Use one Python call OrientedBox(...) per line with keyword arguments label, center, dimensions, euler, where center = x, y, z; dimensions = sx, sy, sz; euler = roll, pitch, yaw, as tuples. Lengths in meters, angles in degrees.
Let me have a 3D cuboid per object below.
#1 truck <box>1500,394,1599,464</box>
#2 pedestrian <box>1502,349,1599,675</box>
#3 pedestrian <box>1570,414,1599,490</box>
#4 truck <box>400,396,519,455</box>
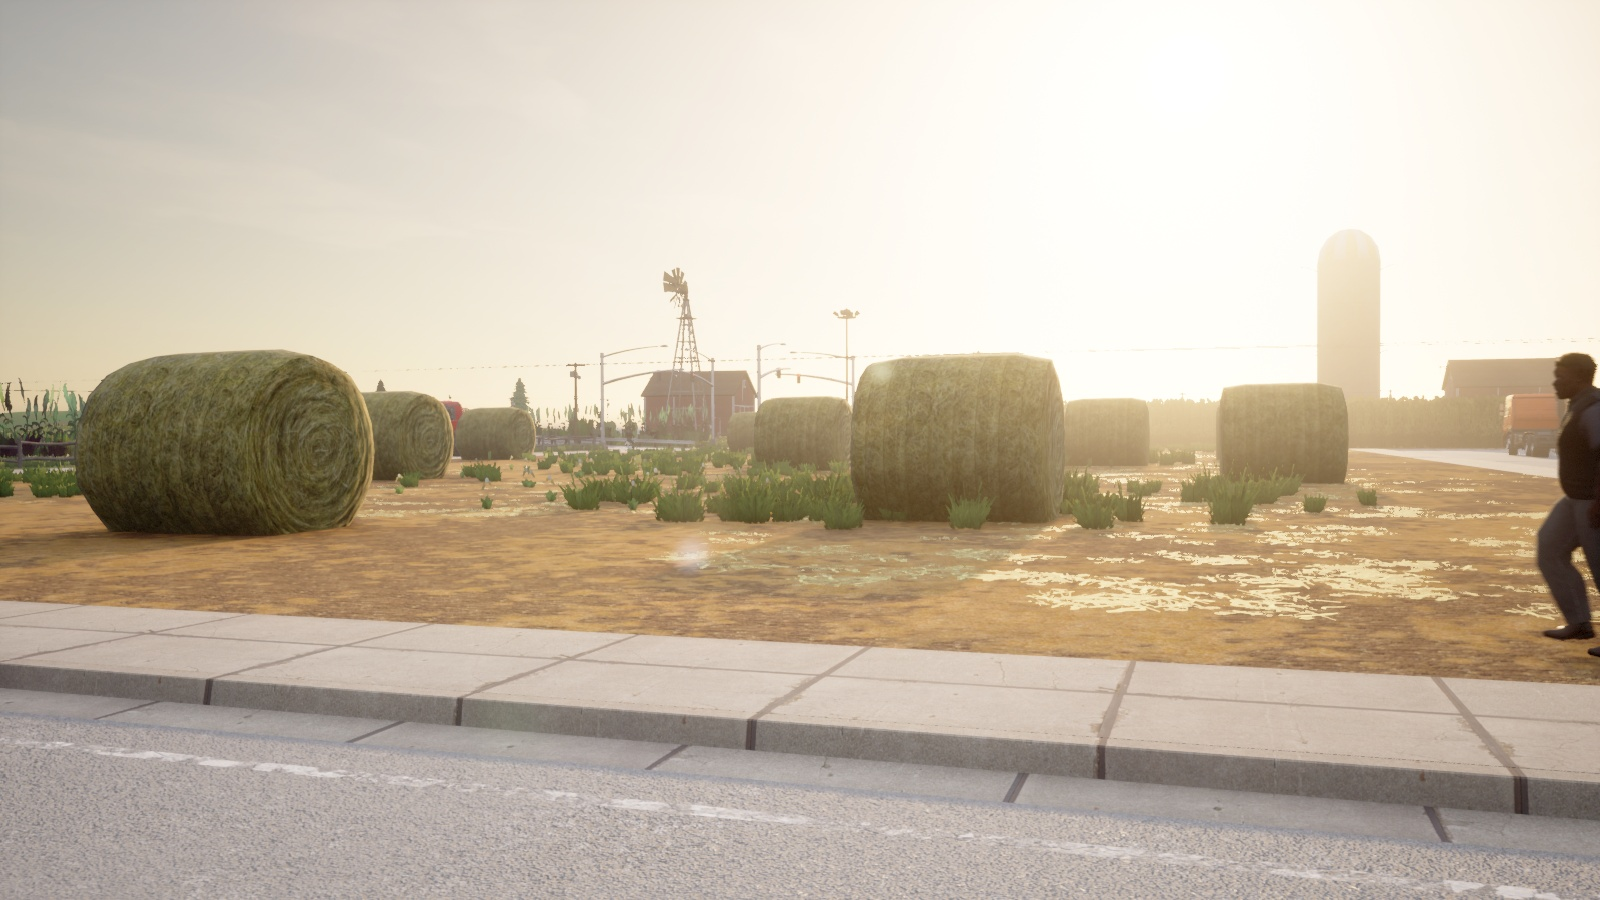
OrientedBox(label="truck", center=(39.697, -1.100, 66.632), dimensions=(2.891, 3.462, 7.936), euler=(1, 1, 18))
OrientedBox(label="pedestrian", center=(4.732, 0.357, 7.524), dimensions=(0.849, 1.883, 0.563), euler=(1, 1, 24))
OrientedBox(label="pedestrian", center=(19.452, 0.037, 30.909), dimensions=(0.540, 1.848, 0.694), euler=(0, 1, 0))
OrientedBox(label="truck", center=(-20.824, -1.506, 77.314), dimensions=(2.891, 3.462, 7.936), euler=(1, 1, 21))
